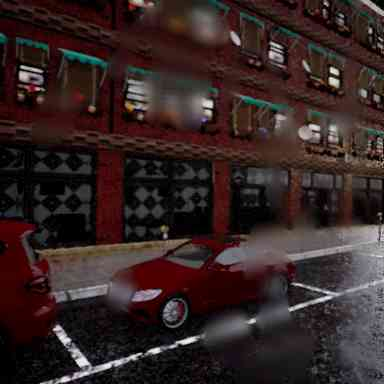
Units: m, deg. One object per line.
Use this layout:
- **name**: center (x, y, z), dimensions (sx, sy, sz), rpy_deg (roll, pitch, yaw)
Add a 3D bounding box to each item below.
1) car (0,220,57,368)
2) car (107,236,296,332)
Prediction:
- **car**: center (-4.127, 1.307, 3.598), dimensions (5.009, 1.841, 2.192), rpy_deg (0, 1, -35)
- **car**: center (0.405, 1.608, 6.835), dimensions (4.206, 1.307, 1.802), rpy_deg (0, 1, -35)
